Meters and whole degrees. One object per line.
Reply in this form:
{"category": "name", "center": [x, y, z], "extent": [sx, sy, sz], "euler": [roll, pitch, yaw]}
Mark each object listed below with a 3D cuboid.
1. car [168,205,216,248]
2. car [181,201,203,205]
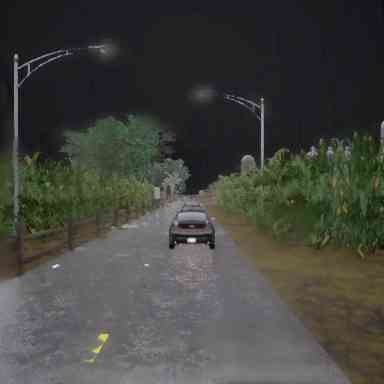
{"category": "car", "center": [0.000, 1.521, 14.651], "extent": [1.837, 1.490, 4.892], "euler": [0, 0, 0]}
{"category": "car", "center": [0.000, 1.509, 29.653], "extent": [2.128, 1.511, 4.902], "euler": [0, 0, 0]}
